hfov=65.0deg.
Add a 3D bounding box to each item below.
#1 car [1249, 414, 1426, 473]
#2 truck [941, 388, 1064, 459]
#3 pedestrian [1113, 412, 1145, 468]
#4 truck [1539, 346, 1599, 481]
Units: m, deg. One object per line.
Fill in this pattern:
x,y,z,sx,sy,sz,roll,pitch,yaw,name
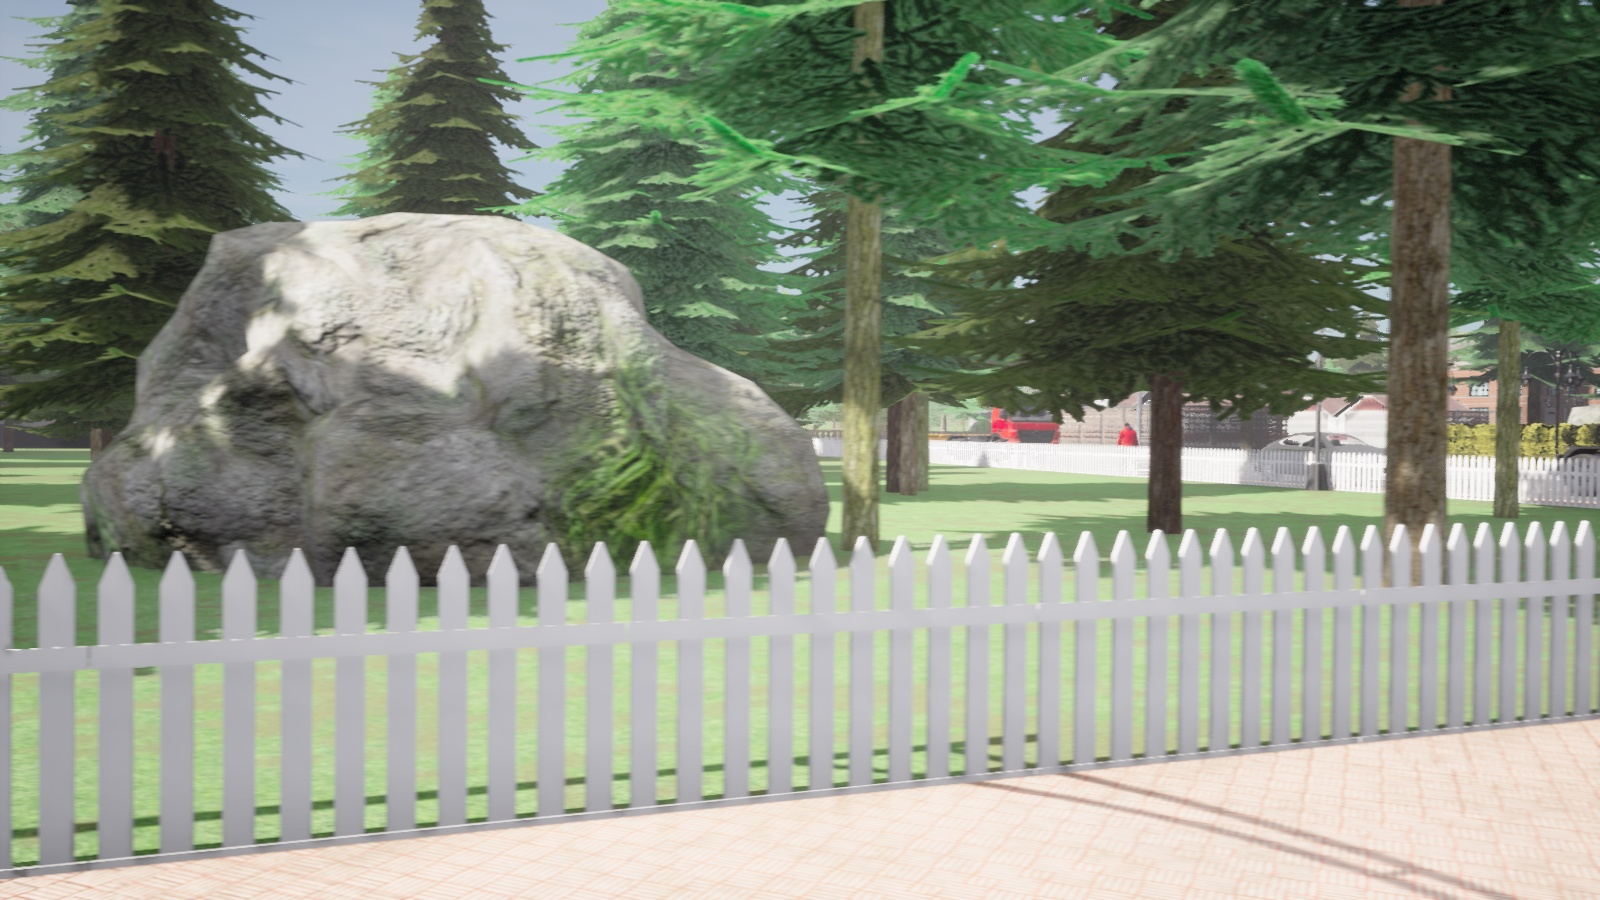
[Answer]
16.359,-0.227,38.527,2.152,1.651,5.027,-1,1,-19,car
10.459,-1.369,65.842,2.891,3.462,7.936,-1,1,-19,truck
10.949,-0.342,41.767,0.634,1.844,0.899,-1,1,-19,pedestrian
22.752,-0.933,30.852,2.891,3.462,7.936,-1,1,-19,truck
